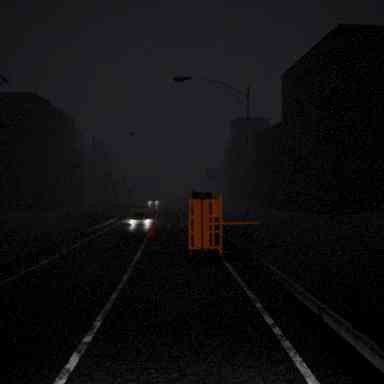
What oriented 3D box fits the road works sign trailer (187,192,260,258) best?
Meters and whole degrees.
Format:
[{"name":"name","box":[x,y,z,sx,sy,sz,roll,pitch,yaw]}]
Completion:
[{"name":"road works sign trailer","box":[0.820,1.164,13.288,2.880,2.380,3.560,0,-1,-13]}]

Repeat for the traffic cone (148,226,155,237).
[{"name":"traffic cone","box":[-2.241,2.182,18.404,0.340,0.580,0.340,-1,-2,-5]}]

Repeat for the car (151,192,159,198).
[{"name":"car","box":[-10.095,0.725,90.993,1.994,1.385,4.181,0,1,-5]}]

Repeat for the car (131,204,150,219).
[{"name":"car","box":[-5.619,2.104,36.703,1.882,1.535,5.008,0,0,-5]}]

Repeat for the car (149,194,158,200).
[{"name":"car","box":[-8.981,1.116,77.770,1.812,1.442,4.674,0,2,-5]}]
